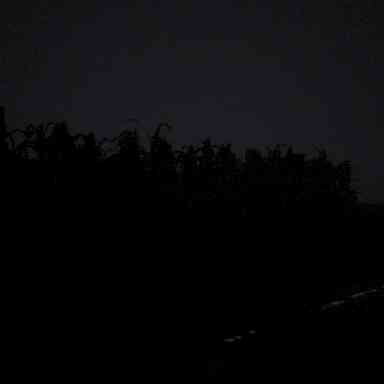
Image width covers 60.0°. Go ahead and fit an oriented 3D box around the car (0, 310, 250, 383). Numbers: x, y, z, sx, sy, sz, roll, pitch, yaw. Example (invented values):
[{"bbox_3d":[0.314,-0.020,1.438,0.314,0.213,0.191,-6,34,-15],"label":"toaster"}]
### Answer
[{"bbox_3d":[-1.995,1.550,1.652,5.357,1.411,2.033,0,0,-35],"label":"car"}]
